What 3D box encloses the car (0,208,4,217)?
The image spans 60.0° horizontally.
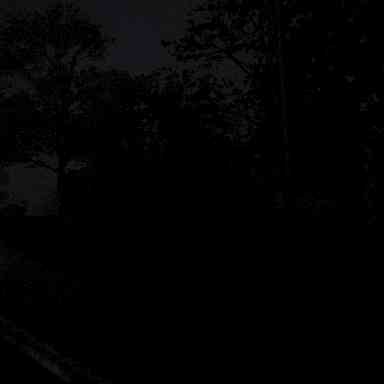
[{"bbox_3d":[-20.490,2.394,35.466,1.994,1.385,4.181,-3,-5,-6],"label":"car"}]
